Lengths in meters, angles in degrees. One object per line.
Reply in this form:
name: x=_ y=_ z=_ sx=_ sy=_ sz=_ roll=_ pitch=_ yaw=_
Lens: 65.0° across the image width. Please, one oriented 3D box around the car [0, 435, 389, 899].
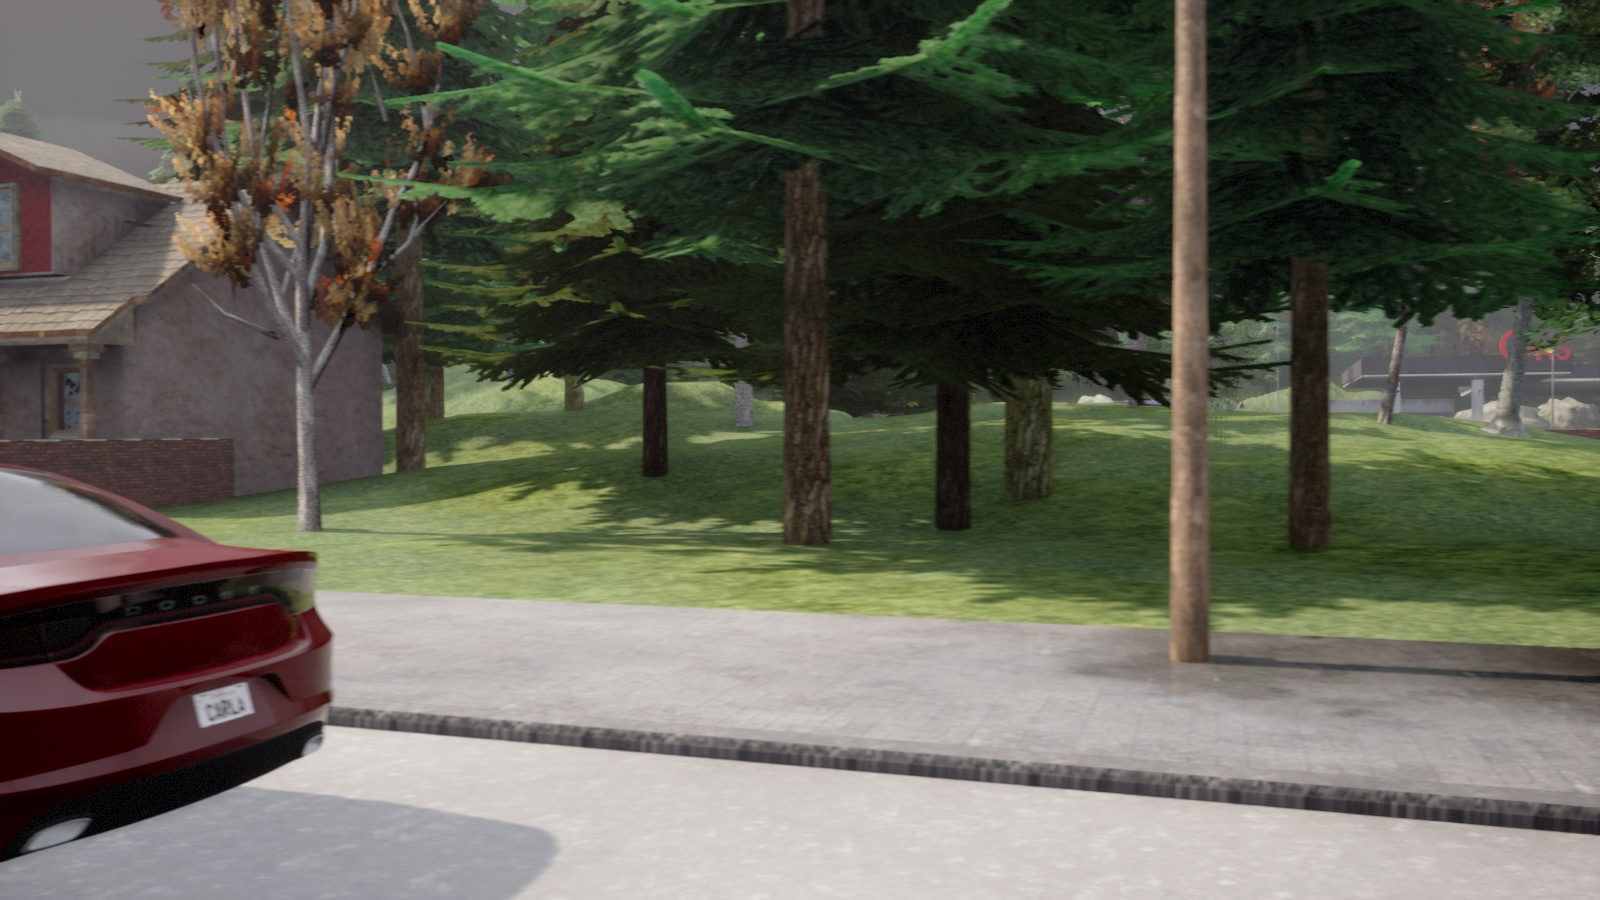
car: x=-4.409 y=0.704 z=5.203 sx=5.008 sy=1.535 sz=1.882 roll=1 pitch=1 yaw=19
